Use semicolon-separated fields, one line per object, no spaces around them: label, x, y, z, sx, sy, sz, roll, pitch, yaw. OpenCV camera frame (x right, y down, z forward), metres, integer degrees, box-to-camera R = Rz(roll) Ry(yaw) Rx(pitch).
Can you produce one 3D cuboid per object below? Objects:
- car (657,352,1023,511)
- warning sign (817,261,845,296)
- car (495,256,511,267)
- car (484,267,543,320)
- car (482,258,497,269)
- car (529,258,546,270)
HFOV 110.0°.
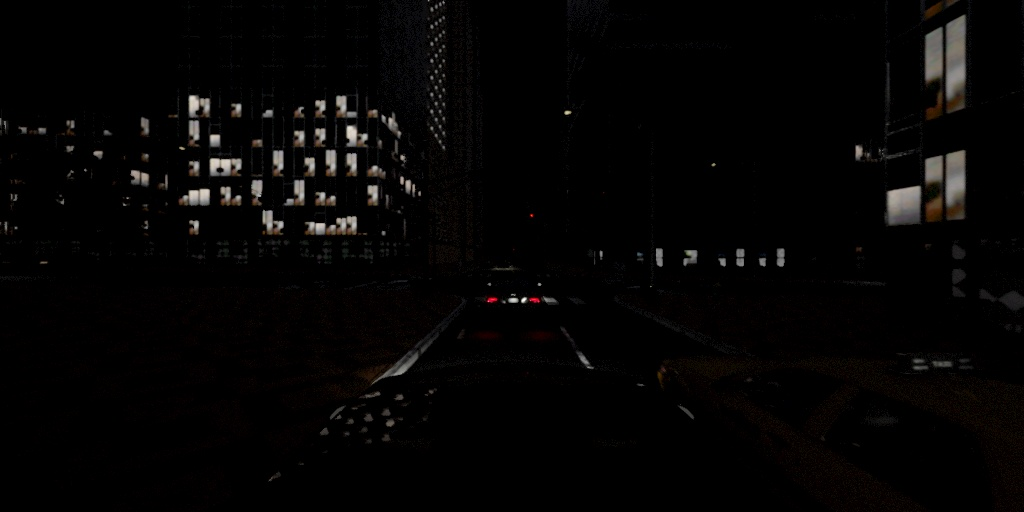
car;2.565;1.276;2.431;1.751;1.417;4.829;0;0;0
warning sign;17.305;1.216;19.542;1.060;1.860;1.300;0;0;-3
car;-1.438;1.271;60.703;1.882;1.535;5.008;0;0;0
car;0.079;1.304;12.652;2.033;1.411;5.357;0;0;1
car;-3.948;1.375;58.864;1.802;1.307;4.207;0;0;0
car;3.998;1.359;53.361;1.948;1.339;4.313;0;0;0
